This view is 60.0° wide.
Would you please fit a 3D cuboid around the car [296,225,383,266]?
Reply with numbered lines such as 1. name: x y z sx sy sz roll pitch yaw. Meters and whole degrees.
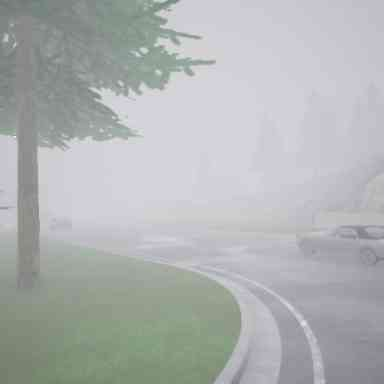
1. car: 6.204 1.918 12.824 1.895 1.301 4.718 -1 -2 -23

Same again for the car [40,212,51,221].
1. car: -27.592 4.499 63.055 2.097 1.767 4.553 -1 -2 -26

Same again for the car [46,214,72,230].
1. car: -14.081 3.338 35.511 1.895 1.301 4.718 -1 -2 -27
